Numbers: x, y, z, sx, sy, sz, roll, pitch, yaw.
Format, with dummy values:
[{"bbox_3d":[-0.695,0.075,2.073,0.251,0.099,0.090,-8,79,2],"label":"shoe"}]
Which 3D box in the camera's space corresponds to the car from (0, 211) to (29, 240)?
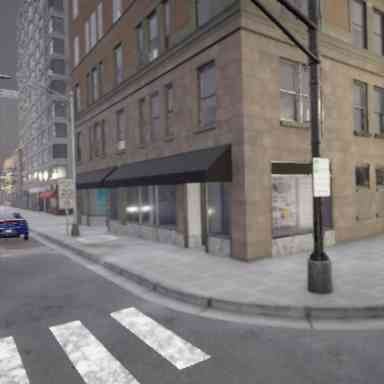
[{"bbox_3d":[-10.120,1.750,17.917,1.882,1.535,5.008,-2,0,-34],"label":"car"}]
